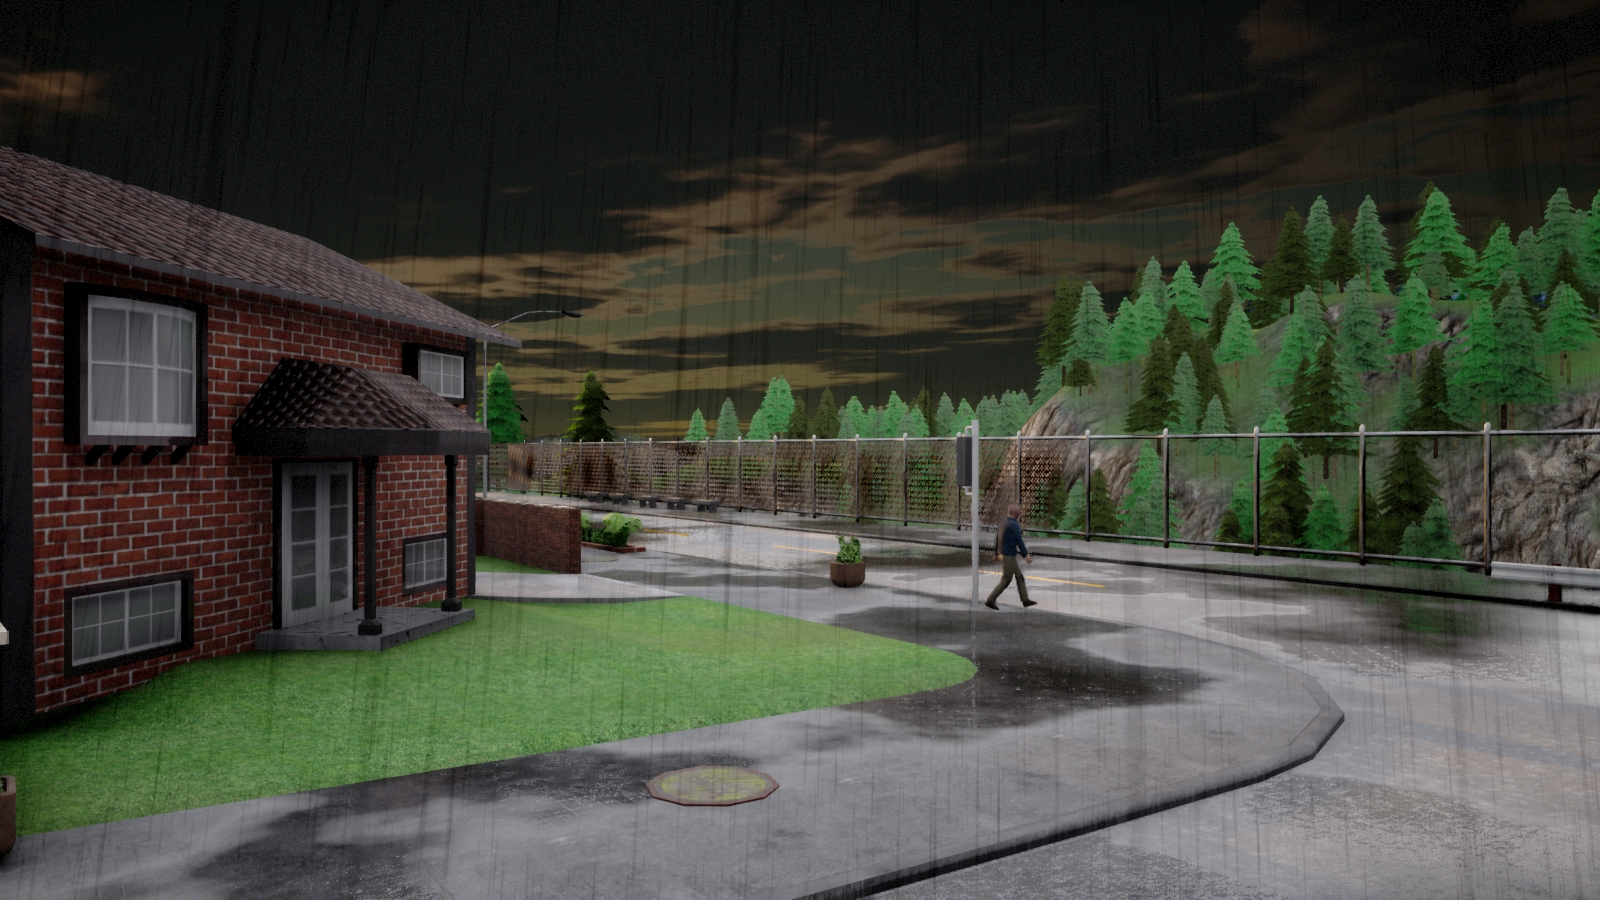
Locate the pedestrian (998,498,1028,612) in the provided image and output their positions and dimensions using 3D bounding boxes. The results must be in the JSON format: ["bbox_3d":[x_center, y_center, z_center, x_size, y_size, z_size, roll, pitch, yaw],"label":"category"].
[{"bbox_3d":[3.566,1.745,19.153,0.375,1.860,0.375,0,0,-15],"label":"pedestrian"}]
